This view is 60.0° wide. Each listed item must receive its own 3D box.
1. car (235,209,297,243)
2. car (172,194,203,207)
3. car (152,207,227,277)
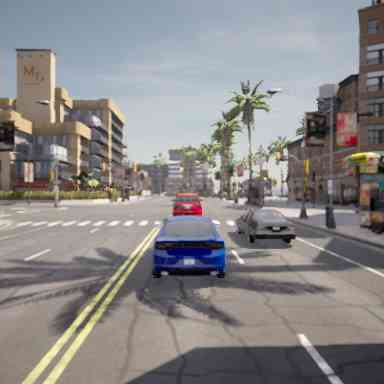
[{"bbox_3d":[3.328,1.502,15.843,2.033,1.411,5.357,0,0,-1],"label":"car"},{"bbox_3d":[-0.350,1.152,25.773,2.150,2.045,5.566,0,0,-1],"label":"car"},{"bbox_3d":[-0.095,1.449,10.168,1.882,1.535,5.008,0,0,-1],"label":"car"}]
